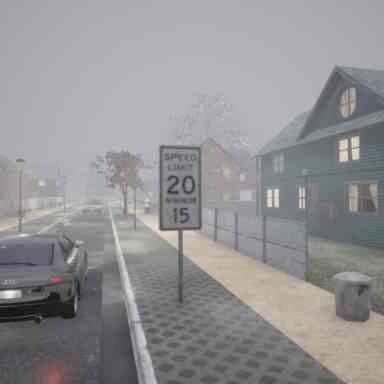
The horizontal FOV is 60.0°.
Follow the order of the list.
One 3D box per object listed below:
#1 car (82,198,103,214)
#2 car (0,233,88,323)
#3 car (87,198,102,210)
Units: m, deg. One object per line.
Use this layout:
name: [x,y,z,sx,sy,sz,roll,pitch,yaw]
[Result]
car: [-10.954,1.681,36.675,1.895,1.301,4.718,0,0,-14]
car: [-3.357,1.576,7.155,1.994,1.385,4.181,0,0,-15]
car: [-13.476,1.615,46.221,1.837,1.490,4.892,0,0,-14]
